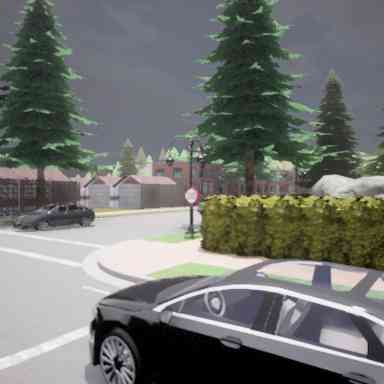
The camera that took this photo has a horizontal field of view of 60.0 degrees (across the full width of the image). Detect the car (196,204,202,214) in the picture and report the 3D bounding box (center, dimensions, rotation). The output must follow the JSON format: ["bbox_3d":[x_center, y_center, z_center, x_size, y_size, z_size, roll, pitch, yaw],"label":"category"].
[{"bbox_3d":[2.363,1.487,34.745,1.812,1.442,4.674,0,0,37],"label":"car"}]

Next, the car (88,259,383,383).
[{"bbox_3d":[0.895,1.492,3.445,4.902,1.511,2.128,0,0,38],"label":"car"}]

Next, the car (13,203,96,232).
[{"bbox_3d":[-8.144,1.466,20.079,1.837,1.490,4.892,0,0,35],"label":"car"}]
